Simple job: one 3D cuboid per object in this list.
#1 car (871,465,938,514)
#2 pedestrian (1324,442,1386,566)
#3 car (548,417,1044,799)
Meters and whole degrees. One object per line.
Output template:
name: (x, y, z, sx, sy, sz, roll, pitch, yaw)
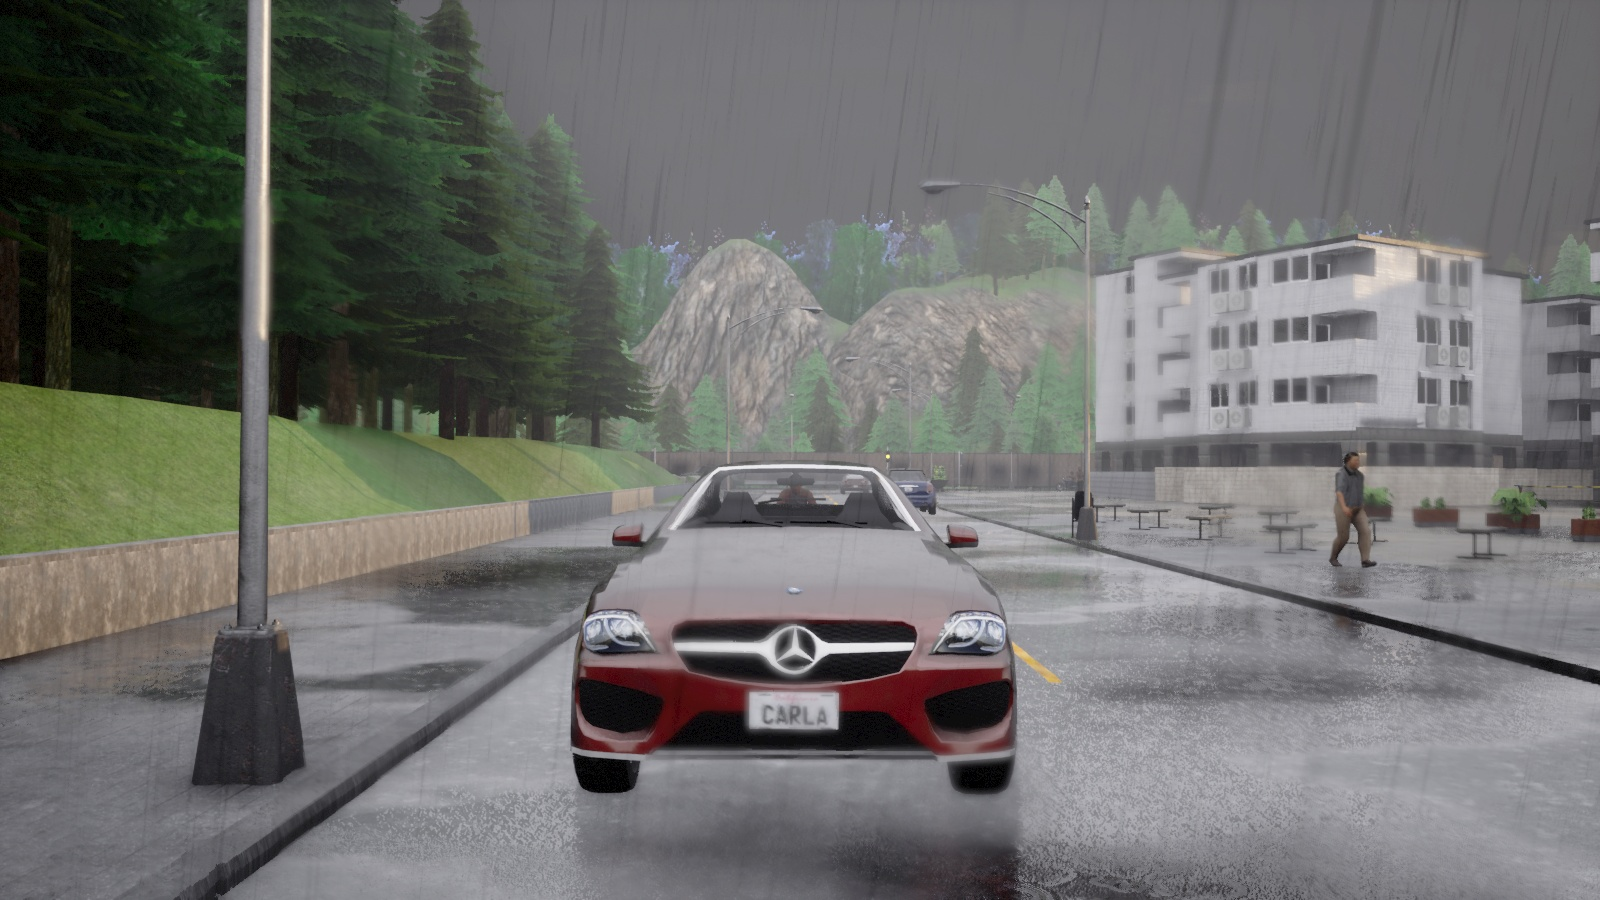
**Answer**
car: (3.865, 1.448, 47.157, 2.097, 1.767, 4.553, 0, -1, 0)
pedestrian: (8.401, 0.810, 19.039, 0.540, 1.848, 0.694, 0, -1, -12)
car: (-0.024, 0.727, 7.979, 2.152, 1.651, 5.027, 0, -1, 0)
